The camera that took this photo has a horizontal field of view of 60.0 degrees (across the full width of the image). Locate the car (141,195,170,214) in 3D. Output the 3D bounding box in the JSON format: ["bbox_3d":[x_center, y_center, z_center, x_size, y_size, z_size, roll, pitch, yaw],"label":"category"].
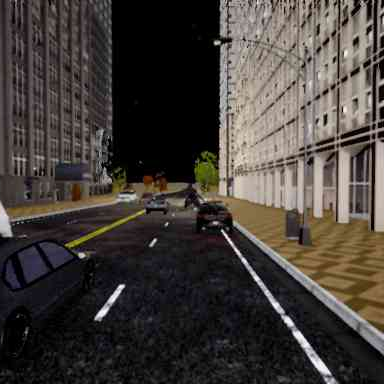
[{"bbox_3d":[-3.139,1.261,31.075,2.033,1.411,5.357,0,1,0],"label":"car"}]

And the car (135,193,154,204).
[{"bbox_3d":[-6.561,0.893,49.094,2.097,1.767,4.553,0,1,0],"label":"car"}]

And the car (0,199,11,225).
[{"bbox_3d":[-6.598,1.148,7.997,2.150,2.045,5.566,0,0,0],"label":"car"}]

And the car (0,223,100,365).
[{"bbox_3d":[-3.154,1.495,5.661,2.033,1.411,5.357,0,1,0],"label":"car"}]

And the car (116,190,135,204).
[{"bbox_3d":[-9.811,0.752,50.153,2.150,2.045,5.566,0,1,0],"label":"car"}]

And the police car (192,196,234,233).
[{"bbox_3d":[1.144,1.255,18.580,1.930,1.638,5.238,0,1,0],"label":"police car"}]

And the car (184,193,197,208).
[{"bbox_3d":[0.044,1.138,39.737,1.837,1.490,4.892,0,1,1],"label":"car"}]

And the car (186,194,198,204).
[{"bbox_3d":[0.035,1.007,52.922,1.837,1.490,4.892,0,0,0],"label":"car"}]
